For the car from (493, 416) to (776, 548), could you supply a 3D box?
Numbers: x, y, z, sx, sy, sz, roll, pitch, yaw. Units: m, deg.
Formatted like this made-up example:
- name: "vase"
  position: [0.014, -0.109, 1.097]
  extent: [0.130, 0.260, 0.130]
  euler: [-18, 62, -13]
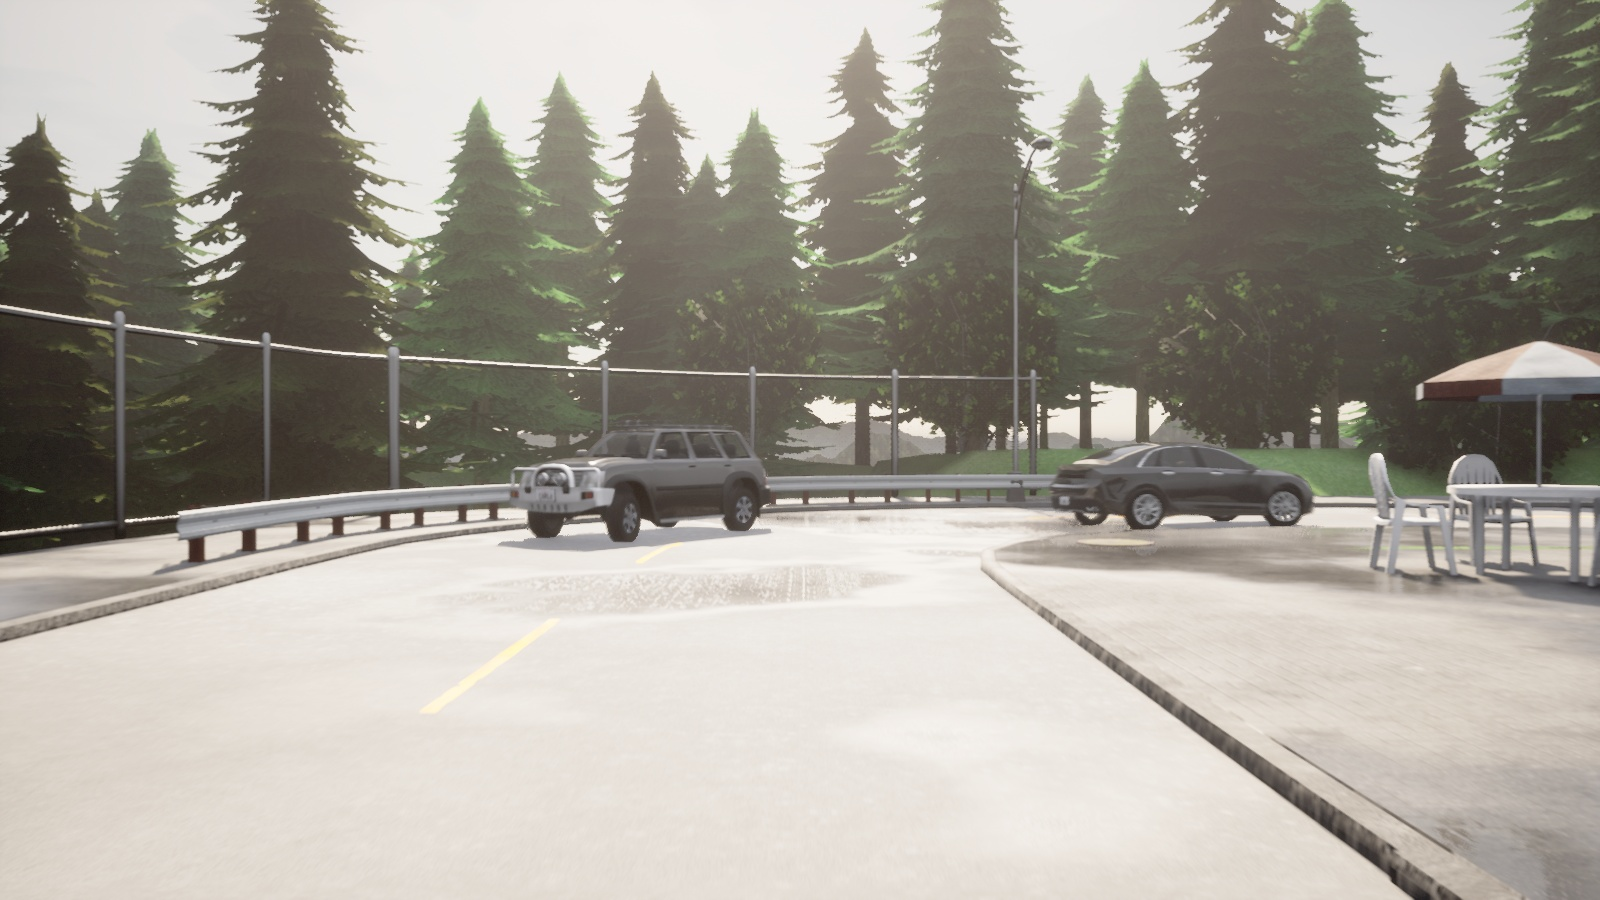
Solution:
- name: "car"
  position: [-2.511, 0.449, 20.221]
  extent: [1.932, 1.855, 4.605]
  euler: [0, 0, 34]

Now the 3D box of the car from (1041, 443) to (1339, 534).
- name: "car"
  position: [6.915, 0.632, 22.293]
  extent: [4.892, 1.490, 1.837]
  euler: [0, 0, -19]
